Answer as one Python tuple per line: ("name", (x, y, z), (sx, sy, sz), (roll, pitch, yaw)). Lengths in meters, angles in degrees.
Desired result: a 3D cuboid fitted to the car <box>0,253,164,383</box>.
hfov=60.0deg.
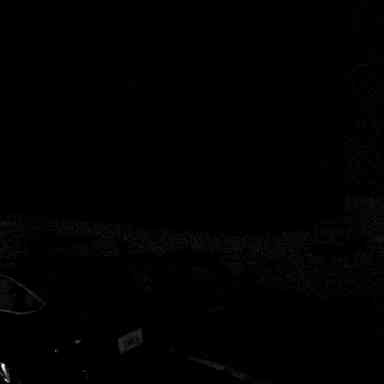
("car", (-2.320, 1.547, 4.616), (4.313, 1.339, 1.947), (0, 0, 36))
